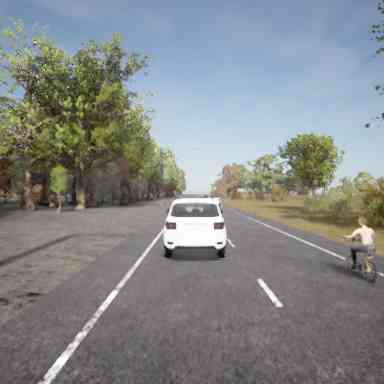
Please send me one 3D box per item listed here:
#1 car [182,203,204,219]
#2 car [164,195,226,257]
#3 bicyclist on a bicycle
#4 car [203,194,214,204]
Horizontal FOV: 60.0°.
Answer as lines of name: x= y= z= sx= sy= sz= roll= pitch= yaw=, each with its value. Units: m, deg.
car: x=0.100 y=1.739 z=31.896 sx=1.895 sy=1.301 sz=4.718 roll=0 pitch=0 yaw=0
car: x=0.101 y=1.280 z=13.417 sx=2.150 sy=2.045 sz=5.566 roll=0 pitch=0 yaw=0
bicyclist on a bicycle: x=4.486 y=1.475 z=8.854 sx=0.866 sy=1.612 sz=1.509 roll=0 pitch=0 yaw=0
car: x=3.506 y=1.548 z=73.392 sx=2.150 sy=2.045 sz=5.566 roll=0 pitch=0 yaw=0
